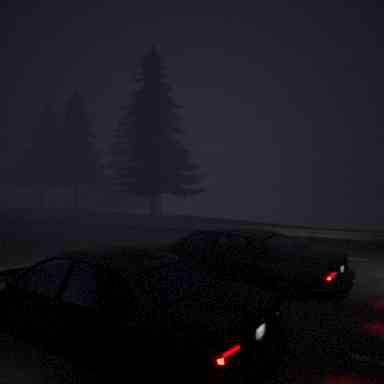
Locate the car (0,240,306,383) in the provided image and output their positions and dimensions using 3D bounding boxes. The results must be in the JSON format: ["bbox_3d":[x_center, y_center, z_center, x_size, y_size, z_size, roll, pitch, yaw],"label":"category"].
[{"bbox_3d":[-1.349,1.545,4.957,5.357,1.411,2.033,0,0,34],"label":"car"}]

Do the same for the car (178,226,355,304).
[{"bbox_3d":[0.770,1.525,7.744,5.357,1.411,2.033,0,0,34],"label":"car"}]
